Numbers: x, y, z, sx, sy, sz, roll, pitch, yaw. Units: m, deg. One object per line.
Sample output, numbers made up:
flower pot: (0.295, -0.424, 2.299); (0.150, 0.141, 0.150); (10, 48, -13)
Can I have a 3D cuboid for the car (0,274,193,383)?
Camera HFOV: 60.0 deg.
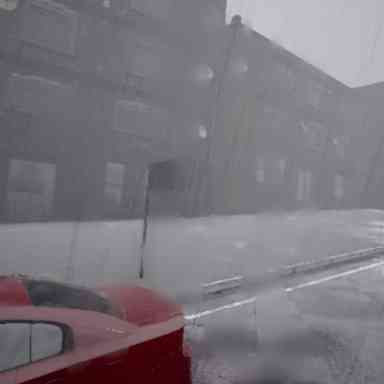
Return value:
car: (-2.335, 1.486, 2.404); (5.008, 1.535, 1.882); (0, 0, -35)
